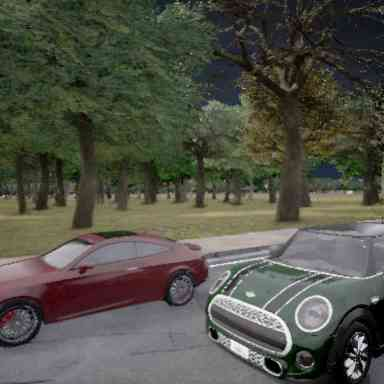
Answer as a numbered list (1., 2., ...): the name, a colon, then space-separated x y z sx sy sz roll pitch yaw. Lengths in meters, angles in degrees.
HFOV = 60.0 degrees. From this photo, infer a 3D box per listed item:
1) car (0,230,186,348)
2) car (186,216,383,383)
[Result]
1. car: -1.775 1.520 6.414 4.674 1.442 1.812 0 0 -36
2. car: 2.410 1.340 5.412 4.553 1.767 2.097 0 0 -36
